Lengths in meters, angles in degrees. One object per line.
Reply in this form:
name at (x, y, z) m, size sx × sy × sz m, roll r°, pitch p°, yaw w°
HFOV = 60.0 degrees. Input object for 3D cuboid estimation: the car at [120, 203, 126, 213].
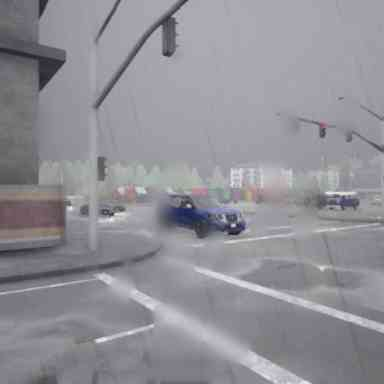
car at (-8.730, 1.504, 35.617) m, size 1.994 × 1.385 × 4.181 m, roll 0°, pitch 0°, yaw -36°

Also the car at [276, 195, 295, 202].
car at (20.043, 1.345, 71.064) m, size 3.905 × 1.438 × 1.784 m, roll 0°, pitch 0°, yaw -35°

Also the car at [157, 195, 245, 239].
car at (0.265, 1.163, 17.323) m, size 2.150 × 2.045 × 5.566 m, roll 0°, pitch 0°, yaw -36°

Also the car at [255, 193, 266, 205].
car at (12.595, 1.139, 55.421) m, size 4.605 × 1.855 × 1.932 m, roll 0°, pitch 0°, yaw -35°

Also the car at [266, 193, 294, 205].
car at (14.189, 1.350, 53.262) m, size 3.905 × 1.438 × 1.784 m, roll 0°, pitch 0°, yaw -35°

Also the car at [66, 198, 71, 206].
car at (-20.376, 1.553, 51.953) m, size 1.895 × 1.301 × 4.718 m, roll 0°, pitch 0°, yaw -36°

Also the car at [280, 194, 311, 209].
car at (15.864, 1.382, 50.901) m, size 3.806 × 1.475 × 1.970 m, roll 0°, pitch 0°, yaw -35°

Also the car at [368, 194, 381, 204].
car at (31.518, 1.377, 54.936) m, size 3.806 × 1.475 × 1.970 m, roll 0°, pitch 0°, yaw -35°

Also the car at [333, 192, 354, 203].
car at (35.943, 1.132, 78.820) m, size 3.866 × 1.878 × 1.905 m, roll 0°, pitch 0°, yaw -35°

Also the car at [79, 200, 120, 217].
car at (-8.328, 1.505, 29.065) m, size 1.994 × 1.385 × 4.181 m, roll 0°, pitch 0°, yaw -36°
